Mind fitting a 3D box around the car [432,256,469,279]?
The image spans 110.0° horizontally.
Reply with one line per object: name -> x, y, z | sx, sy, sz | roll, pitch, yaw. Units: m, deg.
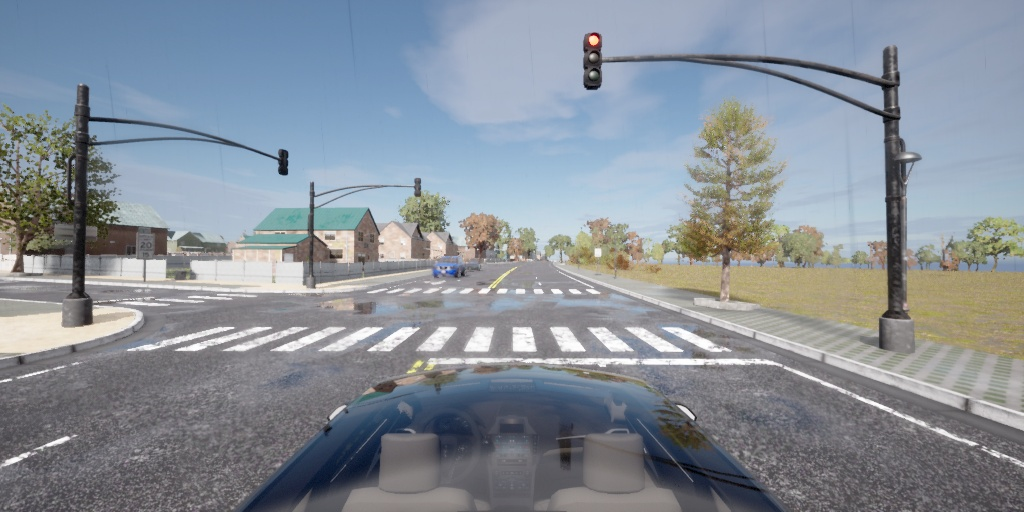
car -> -5.843, 1.033, 33.814 | 2.150, 2.045, 5.566 | 0, 0, 2

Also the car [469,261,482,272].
car -> -5.217, 1.379, 47.530 | 1.994, 1.385, 4.181 | 0, 0, 3
